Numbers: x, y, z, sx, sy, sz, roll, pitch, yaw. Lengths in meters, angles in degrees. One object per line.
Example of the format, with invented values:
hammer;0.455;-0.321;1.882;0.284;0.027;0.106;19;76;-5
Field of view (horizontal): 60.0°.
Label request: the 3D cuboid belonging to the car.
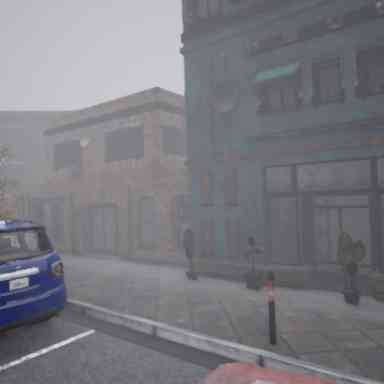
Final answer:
car;-4.863;1.592;6.725;5.566;2.045;2.435;-2;-1;36
